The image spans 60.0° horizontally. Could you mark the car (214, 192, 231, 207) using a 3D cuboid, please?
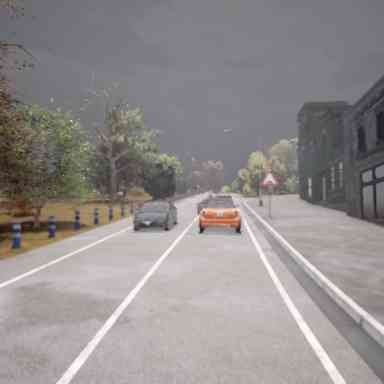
[{"bbox_3d":[3.478,0.782,37.607,1.882,1.535,5.008,0,1,6],"label":"car"}]

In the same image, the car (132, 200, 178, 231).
[{"bbox_3d":[-1.912,1.238,18.533,1.837,1.490,4.892,0,1,6],"label":"car"}]

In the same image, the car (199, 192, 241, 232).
[{"bbox_3d":[1.544,1.077,18.237,2.097,1.767,4.553,0,1,5],"label":"car"}]
